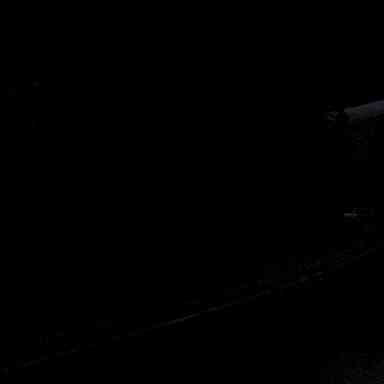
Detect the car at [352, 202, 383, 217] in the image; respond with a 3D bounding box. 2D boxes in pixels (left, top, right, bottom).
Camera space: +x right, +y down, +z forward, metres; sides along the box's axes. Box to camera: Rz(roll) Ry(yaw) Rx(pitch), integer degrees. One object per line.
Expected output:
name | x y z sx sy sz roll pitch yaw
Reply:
car | 18.888 1.837 35.008 2.128 1.511 4.902 0 -1 -8
